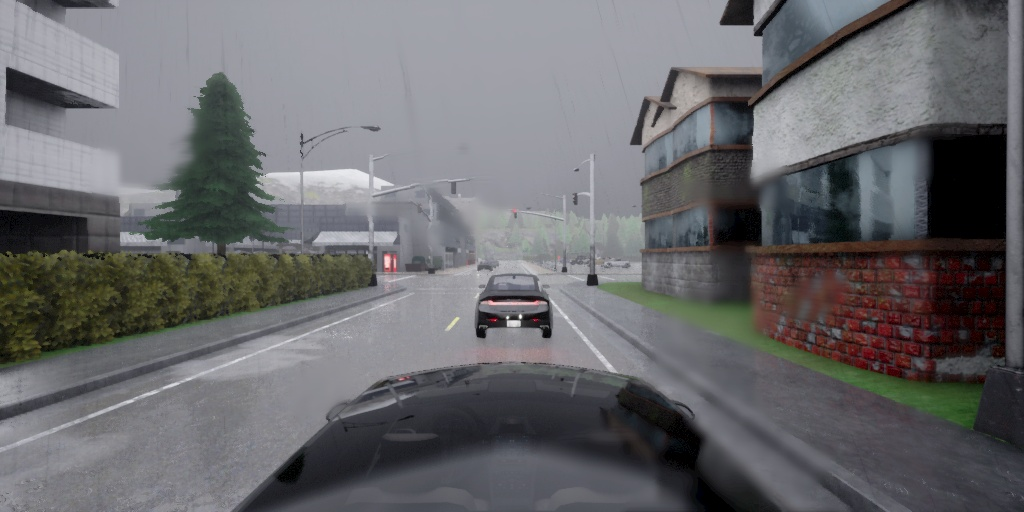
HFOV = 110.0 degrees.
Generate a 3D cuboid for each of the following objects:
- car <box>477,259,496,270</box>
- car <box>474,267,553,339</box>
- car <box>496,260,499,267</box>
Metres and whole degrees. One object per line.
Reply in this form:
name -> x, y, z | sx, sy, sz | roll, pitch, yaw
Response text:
car -> -3.573, 1.351, 48.217 | 1.895, 1.301, 4.718 | 0, 0, 0
car -> 0.059, 1.242, 10.129 | 2.128, 1.511, 4.902 | 0, 0, 0
car -> -3.558, 1.314, 58.243 | 1.994, 1.385, 4.181 | 0, 0, 0
